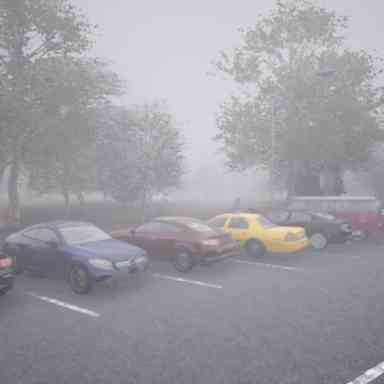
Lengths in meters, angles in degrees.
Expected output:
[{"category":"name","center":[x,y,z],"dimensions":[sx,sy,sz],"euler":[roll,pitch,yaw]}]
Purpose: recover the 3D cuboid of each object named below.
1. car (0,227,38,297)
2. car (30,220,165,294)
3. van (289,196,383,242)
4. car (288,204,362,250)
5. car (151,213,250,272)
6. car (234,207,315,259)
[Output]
[{"category":"car","center":[-5.645,1.528,7.167],"dimensions":[4.674,1.452,2.002],"euler":[-1,0,34]},{"category":"car","center":[-3.223,1.515,8.858],"dimensions":[4.674,1.452,2.002],"euler":[0,0,35]},{"category":"van","center":[6.410,1.186,15.700],"dimensions":[4.442,1.987,1.878],"euler":[-1,0,36]},{"category":"car","center":[4.061,1.428,13.951],"dimensions":[5.008,1.535,2.097],"euler":[-1,0,35]},{"category":"car","center":[-0.819,1.501,10.564],"dimensions":[4.674,1.452,2.002],"euler":[-1,0,35]},{"category":"car","center":[1.461,1.445,12.377],"dimensions":[5.366,1.575,1.946],"euler":[-1,0,35]}]
